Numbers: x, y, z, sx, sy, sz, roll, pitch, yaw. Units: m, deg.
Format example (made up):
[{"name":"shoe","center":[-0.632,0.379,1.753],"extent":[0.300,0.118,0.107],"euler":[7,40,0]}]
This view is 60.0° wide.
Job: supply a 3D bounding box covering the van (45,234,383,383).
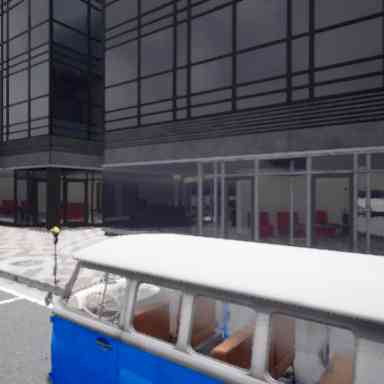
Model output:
[{"name":"van","center":[0.510,1.334,2.604],"extent":[3.998,1.788,1.690],"euler":[1,0,36]}]
